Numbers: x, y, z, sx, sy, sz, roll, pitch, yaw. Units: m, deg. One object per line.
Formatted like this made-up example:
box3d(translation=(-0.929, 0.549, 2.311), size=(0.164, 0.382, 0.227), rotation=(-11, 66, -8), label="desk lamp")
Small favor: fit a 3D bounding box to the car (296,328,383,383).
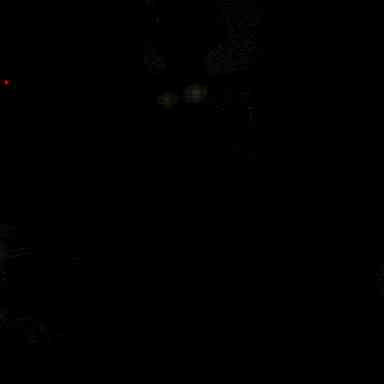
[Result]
box3d(translation=(2.718, 1.316, 0.867), size=(5.009, 1.841, 2.192), rotation=(0, 0, 36), label="car")
